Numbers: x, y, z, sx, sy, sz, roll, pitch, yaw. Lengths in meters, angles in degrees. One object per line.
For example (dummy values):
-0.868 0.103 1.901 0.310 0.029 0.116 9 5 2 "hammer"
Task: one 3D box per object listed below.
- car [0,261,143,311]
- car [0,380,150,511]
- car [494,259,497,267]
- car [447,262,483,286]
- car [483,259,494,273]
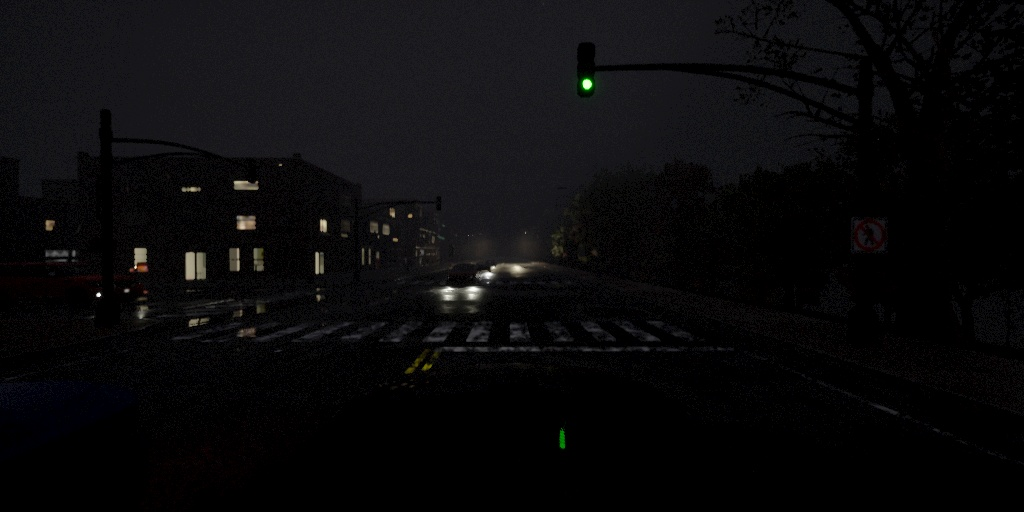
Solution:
-20.334 1.269 16.278 5.566 2.045 2.150 -1 1 -1 "car"
-3.241 1.233 0.131 1.882 1.535 5.008 0 0 0 "car"
-3.700 1.267 63.782 2.033 1.411 5.357 0 0 0 "car"
-3.377 1.265 25.417 1.882 1.535 5.008 0 1 0 "car"
-3.534 1.342 44.039 1.895 1.301 4.718 0 0 0 "car"
